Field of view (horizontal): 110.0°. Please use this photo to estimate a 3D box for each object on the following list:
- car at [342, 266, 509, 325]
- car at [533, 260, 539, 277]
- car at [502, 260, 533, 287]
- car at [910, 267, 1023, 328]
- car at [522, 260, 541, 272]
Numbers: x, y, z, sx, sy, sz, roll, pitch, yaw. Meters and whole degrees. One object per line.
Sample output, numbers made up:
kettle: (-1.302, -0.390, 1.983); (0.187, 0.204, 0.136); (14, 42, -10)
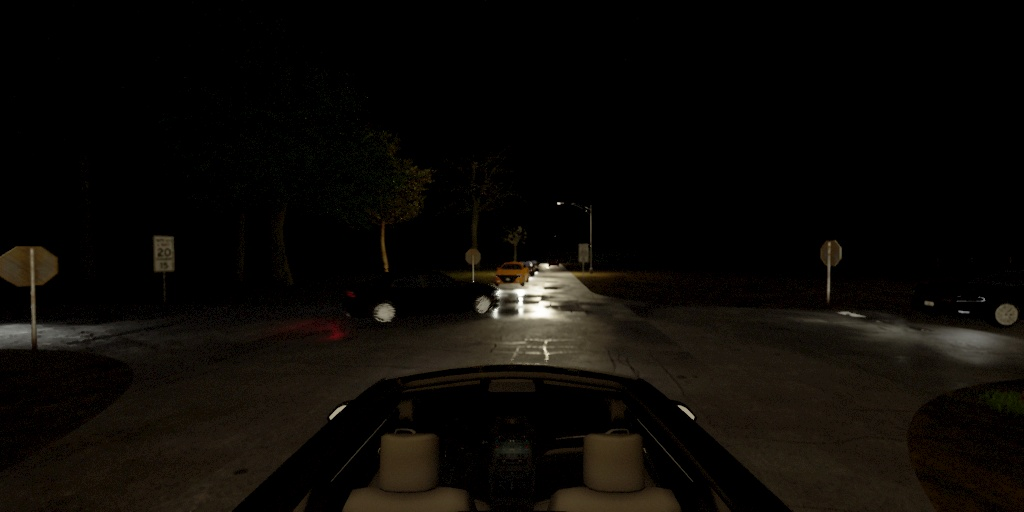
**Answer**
car: (-2.860, 1.222, 11.878); (5.008, 1.535, 1.882); (-1, 2, -27)
car: (1.313, 1.229, 34.990); (2.033, 1.411, 5.357); (0, 0, 6)
car: (0.089, 1.169, 24.525); (1.882, 1.535, 5.008); (0, 0, 8)
car: (14.206, 1.035, 9.847); (5.008, 1.535, 1.882); (-1, 1, 5)
car: (2.526, 1.232, 45.580); (2.033, 1.411, 5.357); (0, 0, 7)
